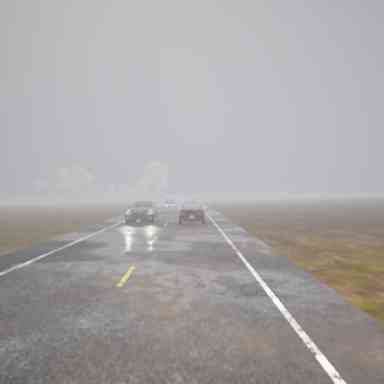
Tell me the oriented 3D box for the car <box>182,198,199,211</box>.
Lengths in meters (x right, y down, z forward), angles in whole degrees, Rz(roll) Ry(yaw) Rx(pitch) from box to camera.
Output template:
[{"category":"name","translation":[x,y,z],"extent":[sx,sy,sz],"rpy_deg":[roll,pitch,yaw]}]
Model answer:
[{"category":"car","translation":[-0.221,1.586,43.328],"extent":[2.128,1.511,4.902],"rpy_deg":[0,0,-1]}]

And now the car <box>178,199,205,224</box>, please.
[{"category":"car","translation":[-0.006,1.524,25.086],"extent":[1.882,1.535,5.008],"rpy_deg":[0,0,0]}]

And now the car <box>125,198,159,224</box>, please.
[{"category":"car","translation":[-3.706,1.399,25.205],"extent":[2.097,1.767,4.553],"rpy_deg":[0,0,0]}]

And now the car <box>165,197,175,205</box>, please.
[{"category":"car","translation":[-4.211,1.706,64.301],"extent":[2.033,1.411,5.357],"rpy_deg":[0,0,-1]}]
